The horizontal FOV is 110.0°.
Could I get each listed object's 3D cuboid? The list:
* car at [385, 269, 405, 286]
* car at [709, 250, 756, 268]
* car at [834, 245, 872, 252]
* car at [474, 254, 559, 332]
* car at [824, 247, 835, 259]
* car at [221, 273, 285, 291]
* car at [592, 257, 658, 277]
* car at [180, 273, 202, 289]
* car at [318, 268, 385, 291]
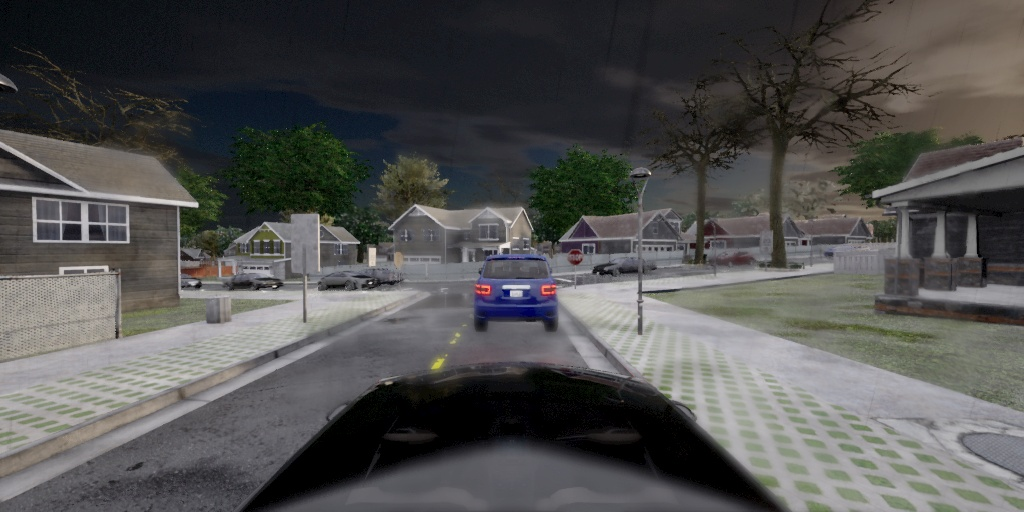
[{"bbox_3d":[-10.964,1.689,27.958,5.357,1.411,2.033,-2,0,24],"label":"car"},{"bbox_3d":[20.829,0.226,33.942,5.008,1.535,1.882,-3,2,-25],"label":"car"},{"bbox_3d":[37.473,-0.251,38.479,5.357,1.411,2.033,-2,2,-26],"label":"car"},{"bbox_3d":[0.116,0.968,11.021,2.150,2.045,5.566,0,0,0],"label":"car"},{"bbox_3d":[39.176,-0.480,42.450,5.008,1.535,1.882,-2,2,-25],"label":"car"},{"bbox_3d":[-20.987,2.077,28.970,5.357,1.411,2.033,-2,0,22],"label":"car"},{"bbox_3d":[8.995,0.808,28.466,5.357,1.411,2.033,-3,2,-23],"label":"car"},{"bbox_3d":[-30.655,2.364,32.877,4.902,1.511,2.128,-2,0,22],"label":"car"},{"bbox_3d":[-11.526,1.736,25.206,4.181,1.385,1.994,-2,0,21],"label":"car"}]
